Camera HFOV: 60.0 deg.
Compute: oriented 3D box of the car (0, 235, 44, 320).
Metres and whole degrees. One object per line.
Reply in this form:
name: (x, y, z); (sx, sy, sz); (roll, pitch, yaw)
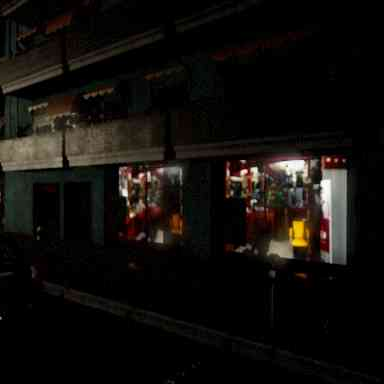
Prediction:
car: (-4.611, 1.426, 6.175); (4.097, 1.590, 1.967); (0, 0, 36)
